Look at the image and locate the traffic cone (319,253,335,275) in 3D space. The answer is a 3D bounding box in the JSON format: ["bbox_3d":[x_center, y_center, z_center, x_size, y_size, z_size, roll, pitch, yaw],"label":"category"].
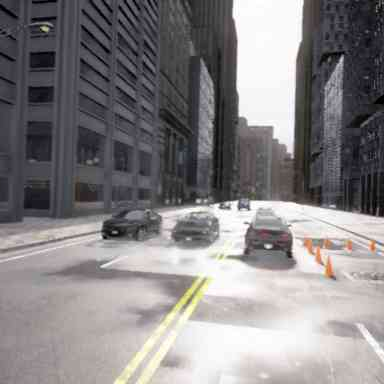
[{"bbox_3d":[4.166,2.197,10.132,0.340,0.580,0.340,2,-1,12],"label":"traffic cone"}]

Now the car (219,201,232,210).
[{"bbox_3d":[5.819,2.374,58.130,2.128,1.511,4.902,2,-1,13],"label":"car"}]

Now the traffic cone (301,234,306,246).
[{"bbox_3d":[5.418,2.306,15.999,0.340,0.580,0.340,2,-1,12],"label":"traffic cone"}]

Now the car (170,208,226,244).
[{"bbox_3d":[0.406,1.757,17.447,2.033,1.411,5.357,2,-1,12],"label":"car"}]

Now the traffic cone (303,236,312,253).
[{"bbox_3d":[5.001,2.269,14.043,0.340,0.580,0.340,2,-1,12],"label":"traffic cone"}]

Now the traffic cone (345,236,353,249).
[{"bbox_3d":[7.373,2.363,15.581,0.340,0.580,0.340,2,-1,12],"label":"traffic cone"}]

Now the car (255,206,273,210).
[{"bbox_3d":[7.138,2.133,32.469,1.812,1.442,4.674,2,-1,12],"label":"car"}]

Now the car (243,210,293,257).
[{"bbox_3d":[3.300,1.770,14.488,1.837,1.490,4.892,2,-1,12],"label":"car"}]

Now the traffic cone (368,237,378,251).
[{"bbox_3d":[8.350,2.391,15.372,0.340,0.580,0.340,2,-1,12],"label":"traffic cone"}]

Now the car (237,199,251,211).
[{"bbox_3d":[9.050,2.199,57.659,2.150,2.045,5.566,2,-1,13],"label":"car"}]

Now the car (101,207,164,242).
[{"bbox_3d":[-2.937,1.581,17.336,1.882,1.535,5.008,2,-1,12],"label":"car"}]

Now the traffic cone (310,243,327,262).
[{"bbox_3d":[4.583,2.233,12.088,0.340,0.580,0.340,2,-1,12],"label":"traffic cone"}]

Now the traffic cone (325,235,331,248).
[{"bbox_3d":[6.396,2.334,15.790,0.340,0.580,0.340,2,-1,12],"label":"traffic cone"}]
